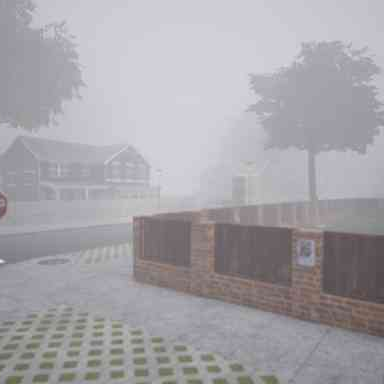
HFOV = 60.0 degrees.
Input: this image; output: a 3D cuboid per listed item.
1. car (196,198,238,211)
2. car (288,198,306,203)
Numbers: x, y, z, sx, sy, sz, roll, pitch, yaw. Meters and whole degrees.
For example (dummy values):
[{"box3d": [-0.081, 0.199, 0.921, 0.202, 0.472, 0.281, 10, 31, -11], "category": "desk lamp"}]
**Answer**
[{"box3d": [2.224, 1.350, 28.635, 2.097, 1.767, 4.553, 0, 0, 35], "category": "car"}, {"box3d": [14.471, 1.524, 45.775, 1.882, 1.535, 5.008, 0, 0, 35], "category": "car"}]
